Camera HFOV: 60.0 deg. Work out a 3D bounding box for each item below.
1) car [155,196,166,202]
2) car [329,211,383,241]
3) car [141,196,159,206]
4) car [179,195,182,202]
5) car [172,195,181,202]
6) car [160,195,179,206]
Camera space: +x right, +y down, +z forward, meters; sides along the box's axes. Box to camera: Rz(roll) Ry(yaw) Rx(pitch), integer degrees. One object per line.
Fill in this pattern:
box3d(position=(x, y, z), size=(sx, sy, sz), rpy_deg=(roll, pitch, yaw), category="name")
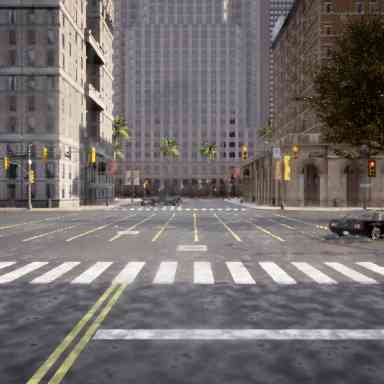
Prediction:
box3d(position=(-6.941, 1.553, 73.543), size=(1.994, 1.385, 4.181), rpy_deg=(0, 0, 1), category="car")
box3d(position=(9.143, 1.601, 16.642), size=(4.718, 1.301, 1.895), rpy_deg=(0, 0, -30), category="car")
box3d(position=(-7.134, 1.491, 54.290), size=(2.128, 1.511, 4.902), rpy_deg=(0, 0, 0), category="car")
box3d(position=(-3.569, 1.491, 64.898), size=(2.128, 1.511, 4.902), rpy_deg=(0, 0, 1), category="car")
box3d(position=(-3.424, 1.500, 75.310), size=(1.837, 1.490, 4.892), rpy_deg=(0, 0, 1), category="car")
box3d(position=(-3.641, 1.547, 55.052), size=(2.033, 1.411, 5.357), rpy_deg=(0, 0, 0), category="car")
